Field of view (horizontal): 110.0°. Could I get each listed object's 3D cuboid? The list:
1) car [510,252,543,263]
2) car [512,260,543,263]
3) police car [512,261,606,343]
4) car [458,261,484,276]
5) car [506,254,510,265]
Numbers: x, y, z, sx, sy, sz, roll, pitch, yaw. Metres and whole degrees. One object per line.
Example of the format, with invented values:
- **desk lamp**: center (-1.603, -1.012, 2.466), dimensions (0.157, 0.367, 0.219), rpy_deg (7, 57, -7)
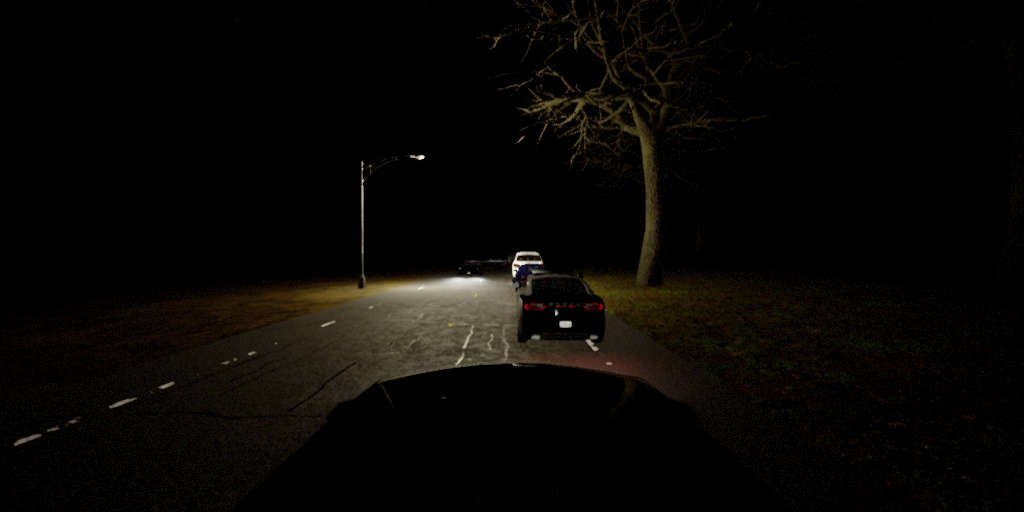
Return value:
- **car**: center (1.090, 0.764, 25.571), dimensions (2.150, 2.045, 5.566), rpy_deg (0, 1, 0)
- **car**: center (1.080, 1.128, 19.543), dimensions (1.812, 1.442, 4.674), rpy_deg (0, 1, 0)
- **police car**: center (1.063, 1.115, 9.653), dimensions (1.930, 1.638, 5.238), rpy_deg (0, 1, 0)
- **car**: center (-3.545, 1.063, 31.720), dimensions (1.895, 1.301, 4.718), rpy_deg (0, 1, 0)
- **car**: center (0.151, 0.590, 54.547), dimensions (1.812, 1.442, 4.674), rpy_deg (0, 1, 0)
